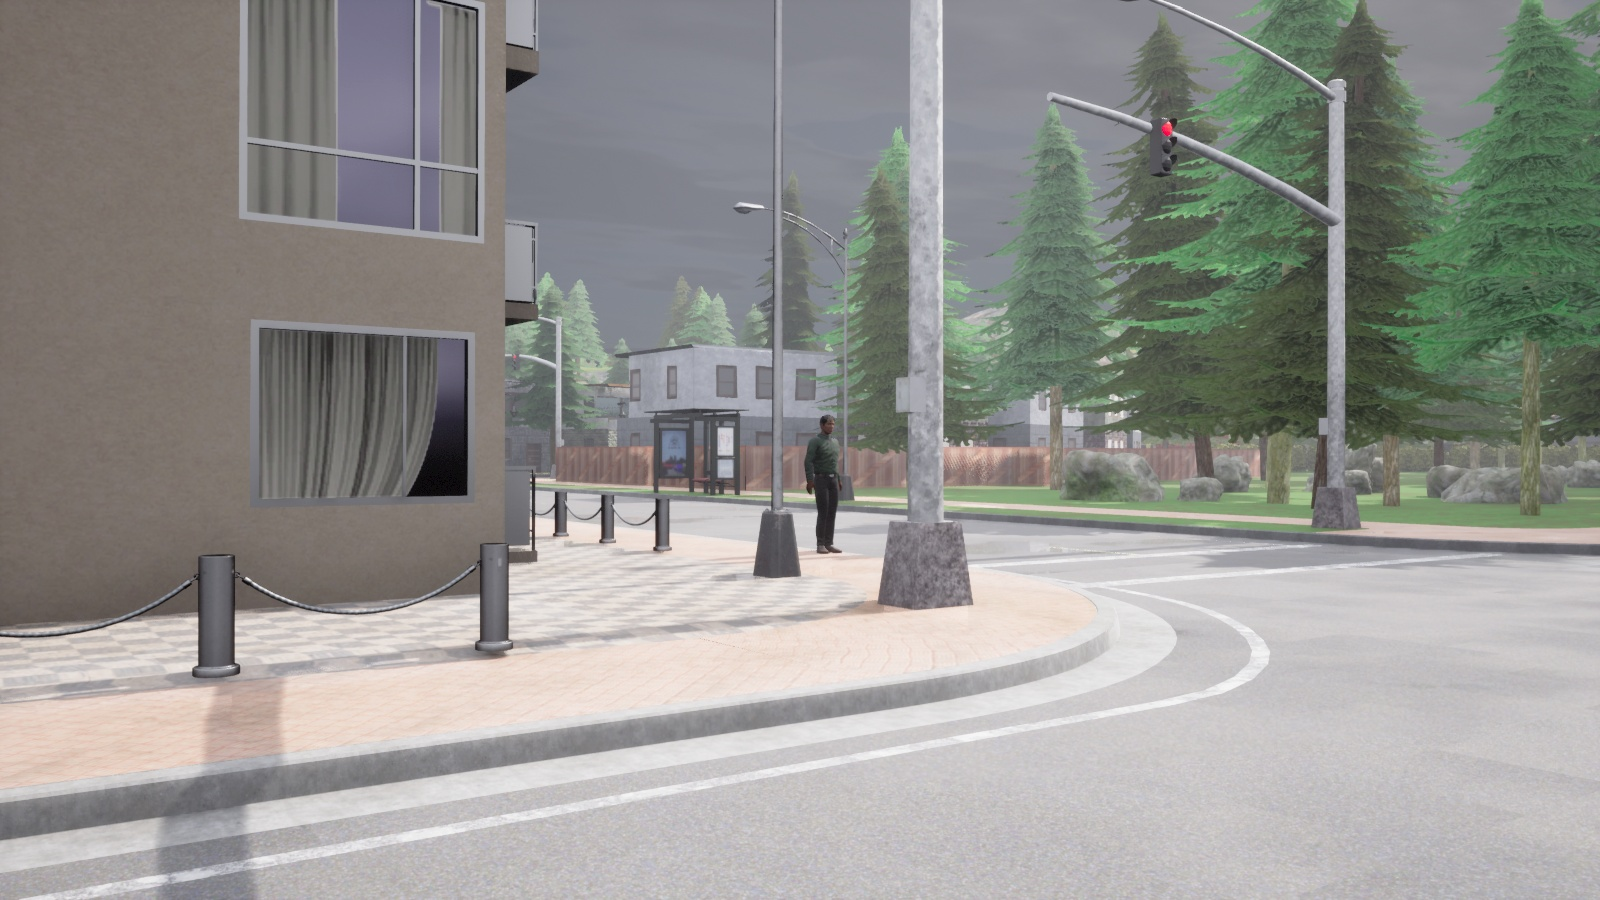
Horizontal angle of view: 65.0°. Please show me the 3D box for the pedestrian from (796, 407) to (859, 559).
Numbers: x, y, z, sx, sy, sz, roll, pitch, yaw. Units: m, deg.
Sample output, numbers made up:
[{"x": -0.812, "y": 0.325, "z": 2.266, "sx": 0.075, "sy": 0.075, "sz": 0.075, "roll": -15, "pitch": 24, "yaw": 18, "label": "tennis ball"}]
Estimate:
[{"x": 0.359, "y": 0.430, "z": 16.557, "sx": 0.423, "sy": 1.949, "sz": 0.788, "roll": 0, "pitch": 0, "yaw": -37, "label": "pedestrian"}]
